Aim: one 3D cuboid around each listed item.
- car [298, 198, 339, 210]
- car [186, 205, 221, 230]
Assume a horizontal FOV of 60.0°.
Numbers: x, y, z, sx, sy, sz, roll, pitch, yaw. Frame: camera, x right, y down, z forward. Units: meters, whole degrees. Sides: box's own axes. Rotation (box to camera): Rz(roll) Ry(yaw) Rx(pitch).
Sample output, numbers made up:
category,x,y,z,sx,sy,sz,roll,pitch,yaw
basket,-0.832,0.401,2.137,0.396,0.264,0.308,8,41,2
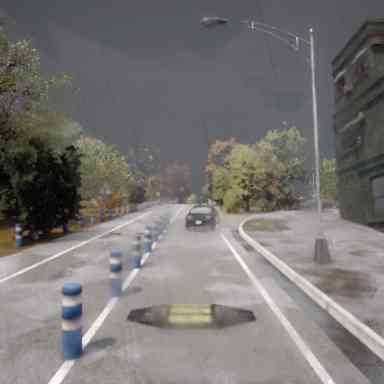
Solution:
category,x,y,z,sx,sy,sz,roll,pitch,yaw
car,14.043,1.456,36.886,4.902,1.511,2.128,0,-6,-21
car,0.763,1.560,21.671,1.812,1.442,4.674,-1,1,10
